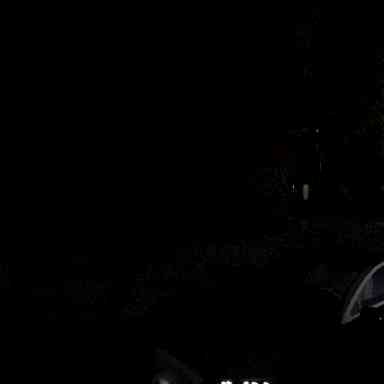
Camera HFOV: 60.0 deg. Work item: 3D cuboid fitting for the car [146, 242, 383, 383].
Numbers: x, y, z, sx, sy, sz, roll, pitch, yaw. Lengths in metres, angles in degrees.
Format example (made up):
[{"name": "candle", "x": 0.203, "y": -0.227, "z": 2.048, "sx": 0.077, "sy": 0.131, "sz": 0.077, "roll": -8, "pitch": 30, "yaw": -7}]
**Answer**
[{"name": "car", "x": 1.794, "y": 1.484, "z": 4.330, "sx": 4.902, "sy": 1.511, "sz": 2.128, "roll": 0, "pitch": 0, "yaw": -35}]
